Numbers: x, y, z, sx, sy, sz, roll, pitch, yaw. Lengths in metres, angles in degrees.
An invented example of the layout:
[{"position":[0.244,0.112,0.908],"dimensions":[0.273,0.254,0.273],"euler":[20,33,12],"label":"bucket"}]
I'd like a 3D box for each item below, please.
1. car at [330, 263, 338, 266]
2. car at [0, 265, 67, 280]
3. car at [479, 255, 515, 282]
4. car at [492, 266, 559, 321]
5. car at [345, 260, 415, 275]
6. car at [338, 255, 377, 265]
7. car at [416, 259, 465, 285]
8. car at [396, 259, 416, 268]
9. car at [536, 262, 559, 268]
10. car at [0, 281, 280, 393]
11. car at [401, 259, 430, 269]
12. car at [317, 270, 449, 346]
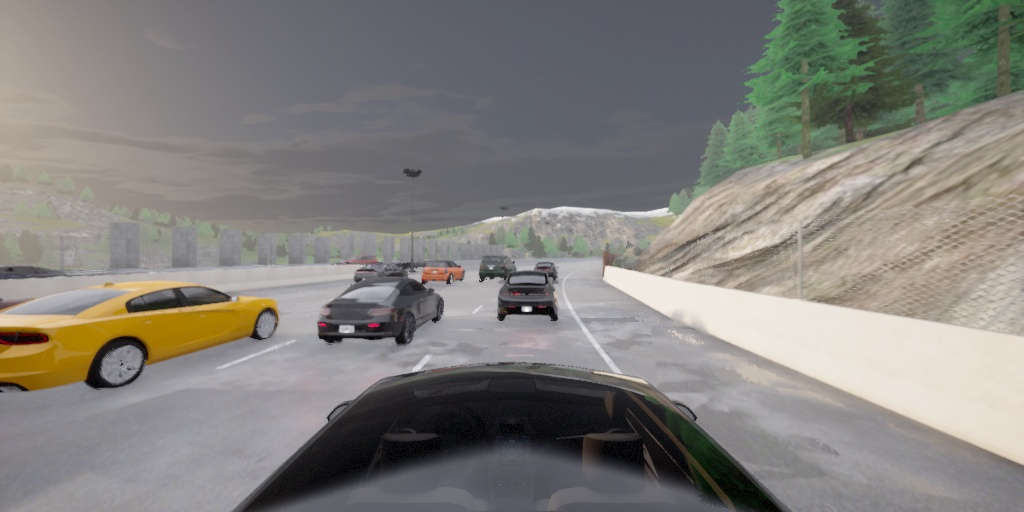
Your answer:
[{"position":[-24.382,1.238,53.137],"dimensions":[2.033,1.411,5.357],"euler":[0,0,16],"label":"car"},{"position":[-10.252,1.076,5.735],"dimensions":[2.097,1.767,4.553],"euler":[0,0,1],"label":"car"},{"position":[-1.061,0.970,28.427],"dimensions":[2.150,2.045,5.566],"euler":[0,0,9],"label":"car"},{"position":[0.579,1.257,12.557],"dimensions":[1.837,1.490,4.892],"euler":[0,0,4],"label":"car"},{"position":[-8.742,1.220,24.299],"dimensions":[2.128,1.511,4.902],"euler":[0,0,8],"label":"car"},{"position":[-21.405,0.919,50.755],"dimensions":[2.150,2.045,5.566],"euler":[0,0,16],"label":"car"},{"position":[-4.916,1.091,26.274],"dimensions":[2.097,1.767,4.553],"euler":[0,0,8],"label":"car"},{"position":[-15.123,1.191,47.257],"dimensions":[1.882,1.535,5.008],"euler":[0,0,14],"label":"car"},{"position":[2.938,1.264,30.850],"dimensions":[1.837,1.490,4.892],"euler":[0,0,10],"label":"car"},{"position":[-6.726,1.211,6.835],"dimensions":[1.882,1.535,5.008],"euler":[0,0,2],"label":"car"},{"position":[-15.555,1.204,58.160],"dimensions":[2.128,1.511,4.902],"euler":[0,0,18],"label":"car"},{"position":[-3.133,1.268,9.330],"dimensions":[1.812,1.442,4.674],"euler":[0,0,3],"label":"car"}]
